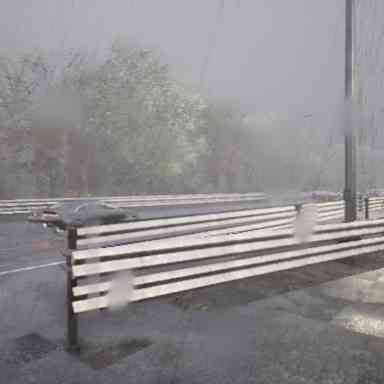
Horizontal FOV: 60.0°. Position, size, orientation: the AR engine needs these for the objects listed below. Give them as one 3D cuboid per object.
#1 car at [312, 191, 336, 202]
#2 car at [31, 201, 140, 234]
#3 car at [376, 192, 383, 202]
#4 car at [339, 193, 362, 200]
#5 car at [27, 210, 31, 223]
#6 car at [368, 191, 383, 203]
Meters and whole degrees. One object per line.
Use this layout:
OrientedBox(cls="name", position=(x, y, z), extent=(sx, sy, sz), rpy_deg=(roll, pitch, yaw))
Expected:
OrientedBox(cls="car", position=(18.980, 0.602, 47.689), extent=(1.882, 1.535, 5.008), rpy_deg=(0, 1, 44))
OrientedBox(cls="car", position=(-4.707, 1.176, 16.088), extent=(2.128, 1.511, 4.902), rpy_deg=(0, 1, 42))
OrientedBox(cls="car", position=(27.885, 0.670, 47.365), extent=(1.895, 1.301, 4.718), rpy_deg=(0, 1, 42))
OrientedBox(cls="car", position=(21.826, 0.702, 45.665), extent=(1.994, 1.385, 4.181), rpy_deg=(0, 1, 42))
OrientedBox(cls="car", position=(-6.536, 1.204, 19.292), extent=(2.033, 1.411, 5.357), rpy_deg=(0, 1, 42))
OrientedBox(cls="car", position=(24.449, 0.633, 43.379), extent=(2.128, 1.511, 4.902), rpy_deg=(0, 1, 42))
